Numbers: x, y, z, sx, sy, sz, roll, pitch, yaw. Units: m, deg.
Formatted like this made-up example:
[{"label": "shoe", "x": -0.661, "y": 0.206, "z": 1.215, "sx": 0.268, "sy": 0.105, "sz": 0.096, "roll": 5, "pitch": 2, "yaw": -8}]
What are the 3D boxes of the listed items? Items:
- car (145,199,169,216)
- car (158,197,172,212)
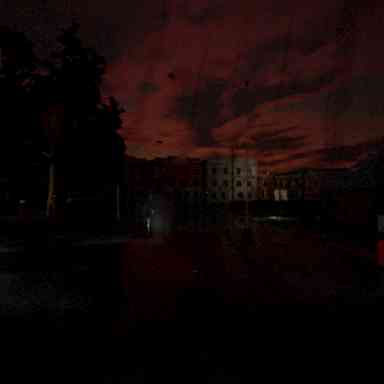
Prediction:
[{"label": "car", "x": -4.121, "y": 1.932, "z": 37.893, "sx": 2.128, "sy": 1.511, "sz": 4.902, "roll": 0, "pitch": -1, "yaw": 0}, {"label": "car", "x": -4.095, "y": 1.785, "z": 48.484, "sx": 2.150, "sy": 2.045, "sz": 5.566, "roll": 0, "pitch": -1, "yaw": 1}]
